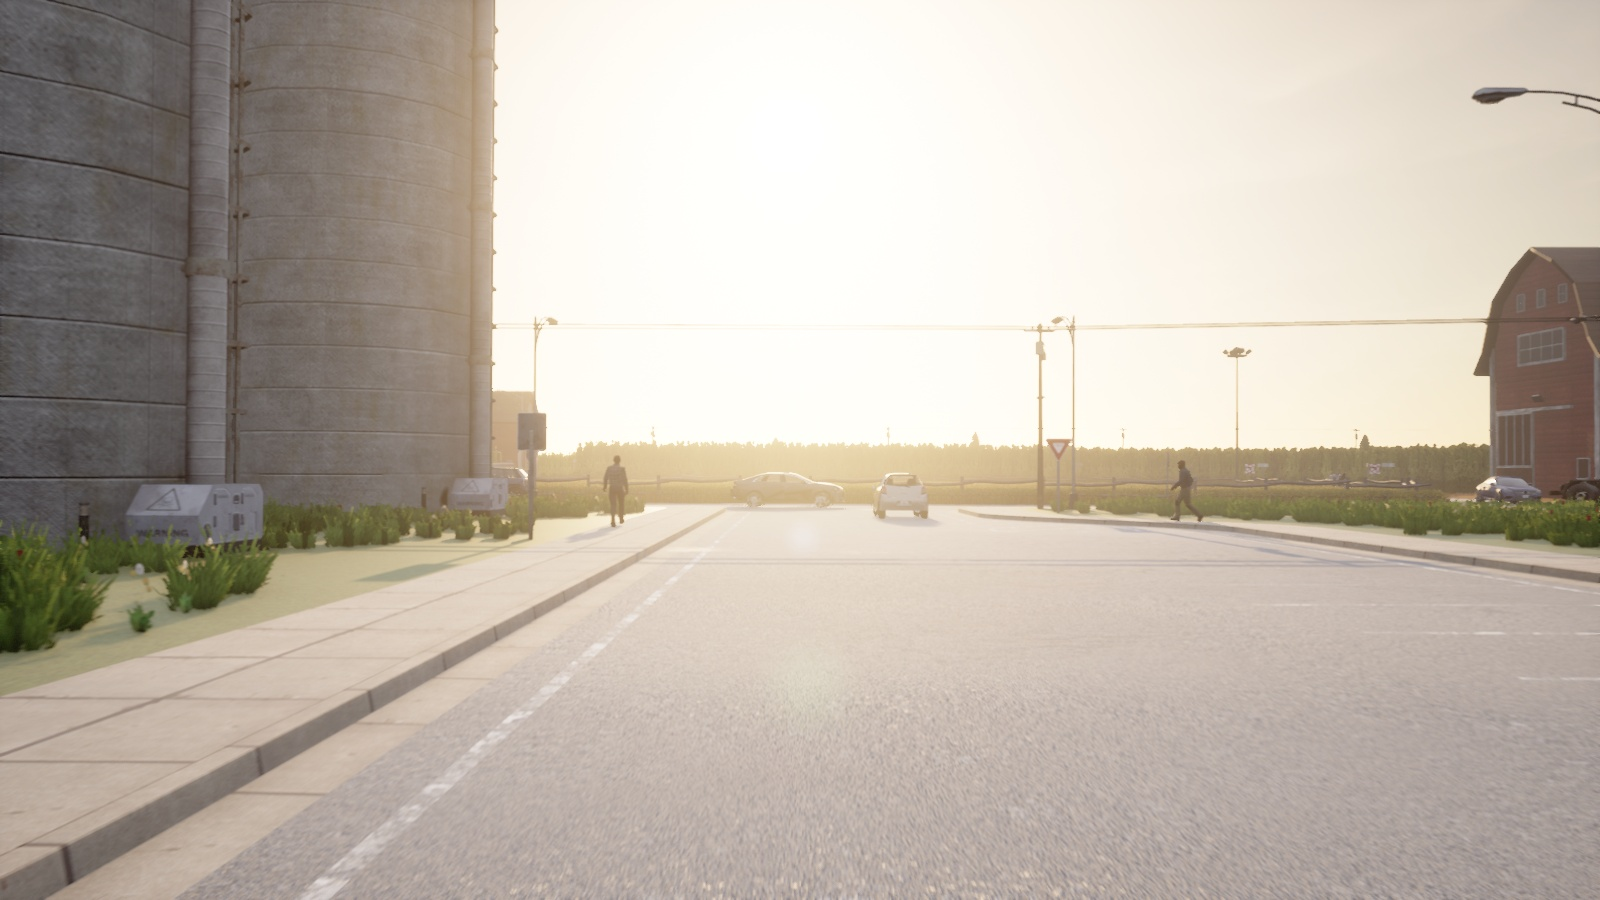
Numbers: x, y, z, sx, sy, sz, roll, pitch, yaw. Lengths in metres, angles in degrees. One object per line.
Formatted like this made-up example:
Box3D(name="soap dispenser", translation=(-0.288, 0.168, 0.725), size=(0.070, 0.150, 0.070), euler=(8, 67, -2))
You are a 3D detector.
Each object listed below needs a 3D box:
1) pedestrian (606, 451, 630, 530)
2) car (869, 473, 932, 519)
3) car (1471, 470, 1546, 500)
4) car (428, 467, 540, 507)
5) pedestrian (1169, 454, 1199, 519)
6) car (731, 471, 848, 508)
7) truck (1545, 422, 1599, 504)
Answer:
Box3D(name="pedestrian", translation=(-4.528, 1.013, 31.327), size=(0.423, 1.949, 0.788), euler=(0, -1, 5))
Box3D(name="car", translation=(3.398, 1.532, 42.875), size=(1.845, 1.501, 3.633), euler=(0, -1, 0))
Box3D(name="car", translation=(35.819, 1.762, 63.633), size=(1.812, 1.442, 4.674), euler=(0, -1, 10))
Box3D(name="car", translation=(-14.406, 1.692, 57.393), size=(4.553, 1.767, 2.097), euler=(0, -1, 1))
Box3D(name="pedestrian", translation=(10.931, 1.025, 35.742), size=(0.726, 1.835, 0.370), euler=(-1, -1, 31))
Box3D(name="car", translation=(-0.428, 1.672, 53.713), size=(4.902, 1.511, 2.128), euler=(0, -1, 1))
Box3D(name="truck", translation=(36.062, 0.542, 52.477), size=(2.891, 3.462, 7.936), euler=(0, -1, -38))
